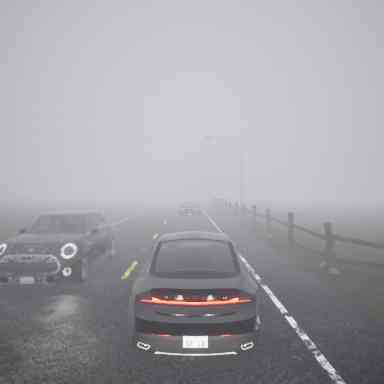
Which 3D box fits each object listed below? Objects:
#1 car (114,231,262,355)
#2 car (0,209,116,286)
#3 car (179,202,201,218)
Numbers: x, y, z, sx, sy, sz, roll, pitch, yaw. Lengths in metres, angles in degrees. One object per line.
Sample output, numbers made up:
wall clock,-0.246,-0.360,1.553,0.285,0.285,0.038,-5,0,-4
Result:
car,0.049,1.505,6.312,1.837,1.490,4.892,0,0,0
car,-3.645,1.352,9.555,2.097,1.767,4.553,0,0,0
car,-0.209,1.590,30.292,1.895,1.301,4.718,0,0,-1
